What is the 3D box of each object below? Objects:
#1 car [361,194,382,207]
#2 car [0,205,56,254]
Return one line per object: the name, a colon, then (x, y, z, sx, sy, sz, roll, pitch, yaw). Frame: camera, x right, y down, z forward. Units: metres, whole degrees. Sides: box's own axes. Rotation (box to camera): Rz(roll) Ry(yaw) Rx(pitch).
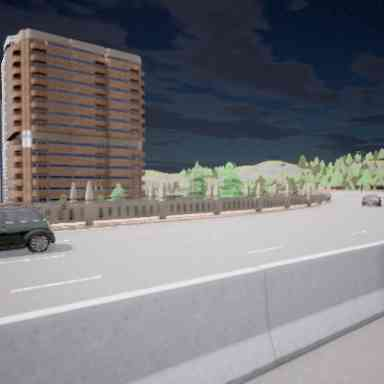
car: (21.723, 0.994, 40.209, 1.812, 1.442, 4.674, 0, 1, 32)
car: (-7.330, 1.324, 11.695, 4.553, 1.767, 2.097, -1, 1, -36)
